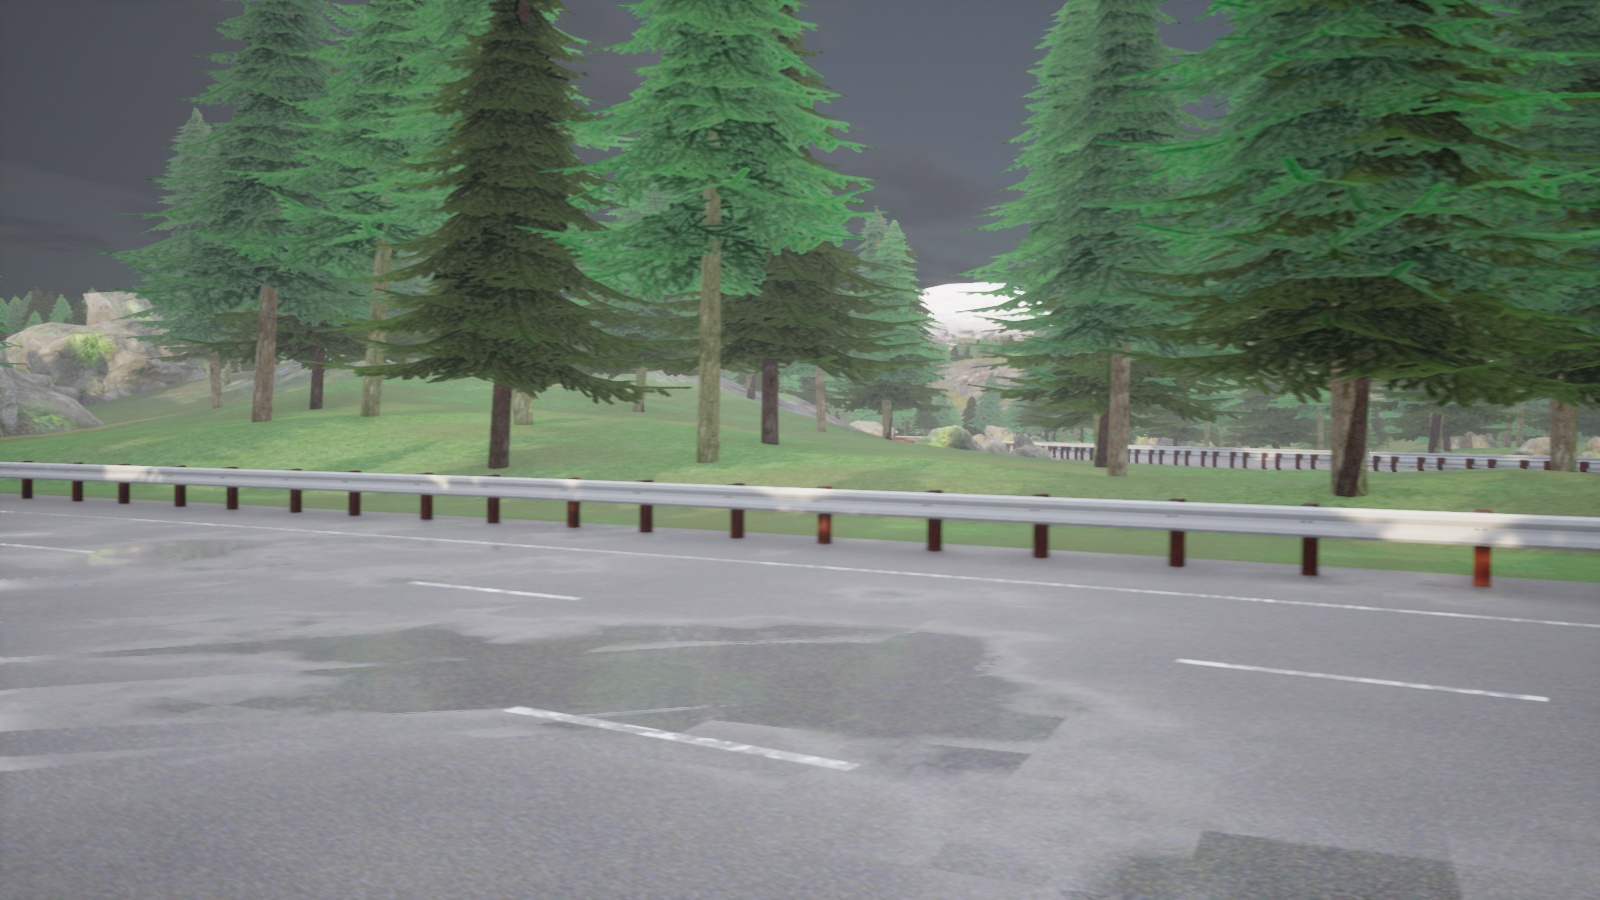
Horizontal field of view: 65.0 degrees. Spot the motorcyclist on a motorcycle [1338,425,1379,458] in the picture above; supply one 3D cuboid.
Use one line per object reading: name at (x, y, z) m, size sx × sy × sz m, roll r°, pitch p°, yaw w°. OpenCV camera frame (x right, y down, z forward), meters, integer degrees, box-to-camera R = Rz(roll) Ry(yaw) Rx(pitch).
motorcyclist on a motorcycle at (27.198, -0.416, 61.180) m, size 0.866 × 1.590 × 1.817 m, roll 0°, pitch 1°, yaw -14°
